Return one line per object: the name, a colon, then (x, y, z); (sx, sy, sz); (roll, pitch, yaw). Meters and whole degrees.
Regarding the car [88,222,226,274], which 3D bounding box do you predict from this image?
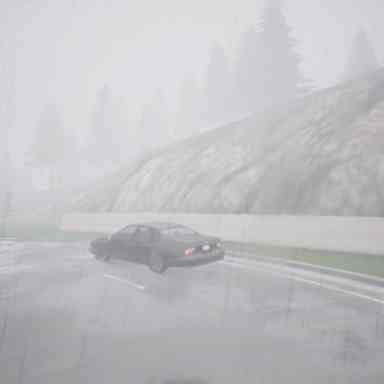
car: (-1.423, 1.729, 11.282); (5.357, 1.411, 2.033); (-2, -1, 43)
